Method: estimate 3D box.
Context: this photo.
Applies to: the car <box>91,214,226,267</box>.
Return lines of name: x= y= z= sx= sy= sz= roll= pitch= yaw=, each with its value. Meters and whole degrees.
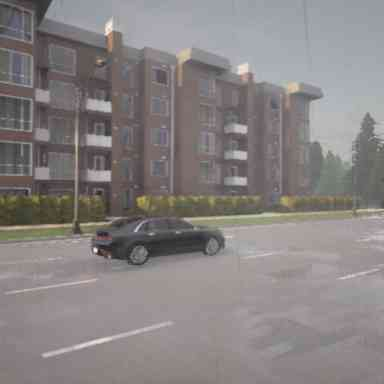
car: x=-0.996 y=1.545 z=11.638 sx=4.892 sy=1.490 sz=1.837 roll=0 pitch=0 yaw=-36
